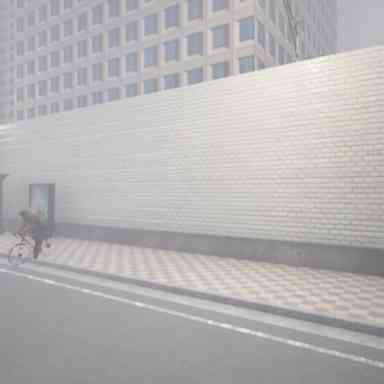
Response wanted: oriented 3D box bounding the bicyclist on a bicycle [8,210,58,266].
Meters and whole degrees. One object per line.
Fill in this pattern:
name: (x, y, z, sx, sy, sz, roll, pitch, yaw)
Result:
bicyclist on a bicycle: (-4.904, 1.334, 10.226, 0.582, 1.620, 1.656, 0, 9, 33)
